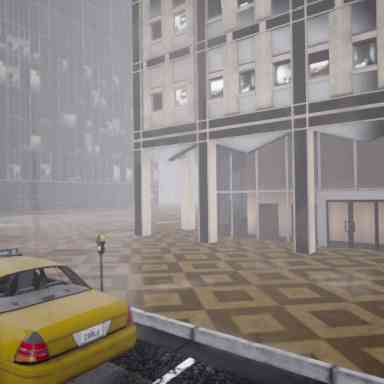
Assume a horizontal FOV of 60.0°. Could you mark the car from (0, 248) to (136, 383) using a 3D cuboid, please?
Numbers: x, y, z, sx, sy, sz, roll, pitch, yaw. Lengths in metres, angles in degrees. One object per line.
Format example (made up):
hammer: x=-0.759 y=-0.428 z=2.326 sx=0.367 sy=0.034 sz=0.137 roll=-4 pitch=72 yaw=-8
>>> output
car: x=-2.978 y=1.528 z=5.014 sx=4.829 sy=1.417 sz=1.752 roll=0 pitch=-1 yaw=36
